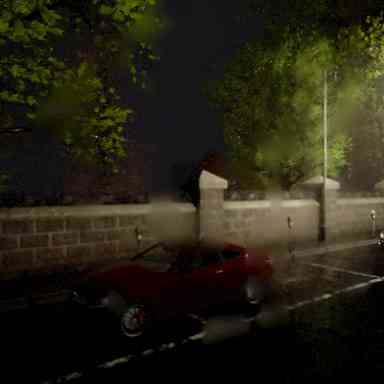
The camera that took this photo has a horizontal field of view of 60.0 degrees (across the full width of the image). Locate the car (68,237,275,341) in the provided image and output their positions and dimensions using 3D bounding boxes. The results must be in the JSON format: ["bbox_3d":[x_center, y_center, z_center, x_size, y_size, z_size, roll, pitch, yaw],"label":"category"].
[{"bbox_3d":[-0.172,1.579,6.440,4.206,1.307,1.802,0,0,-36],"label":"car"}]

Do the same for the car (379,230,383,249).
[{"bbox_3d":[8.998,1.539,12.984,4.403,1.369,2.008,0,0,-36],"label":"car"}]
